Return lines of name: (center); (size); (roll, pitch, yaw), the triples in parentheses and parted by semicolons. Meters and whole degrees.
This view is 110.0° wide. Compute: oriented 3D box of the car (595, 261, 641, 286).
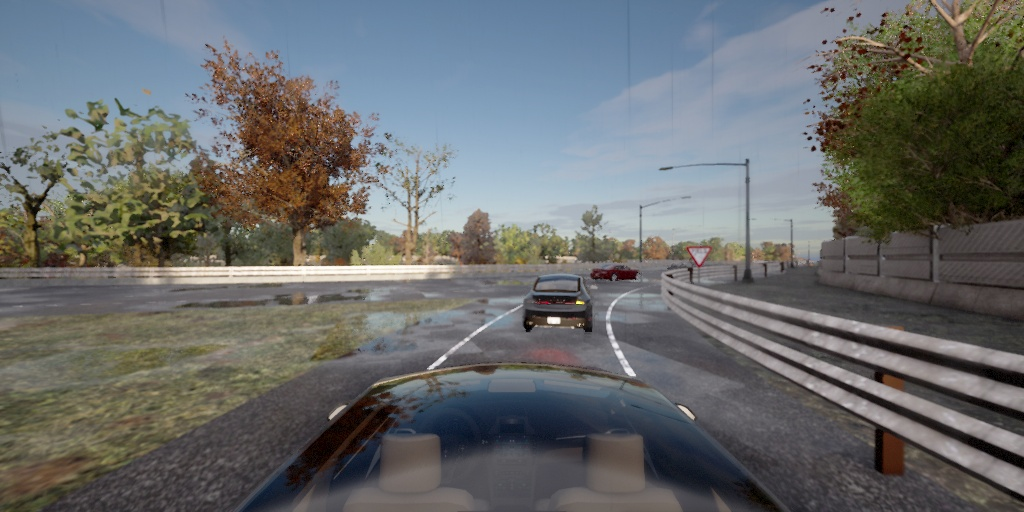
car: (8.949, 1.402, 30.586); (5.008, 1.535, 1.882); (0, 0, -33)

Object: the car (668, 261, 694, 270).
car: (25.072, 1.668, 53.648); (1.895, 1.301, 4.718); (0, 0, 42)

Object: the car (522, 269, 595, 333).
car: (1.542, 1.312, 11.055); (1.837, 1.490, 4.892); (0, 0, 12)
